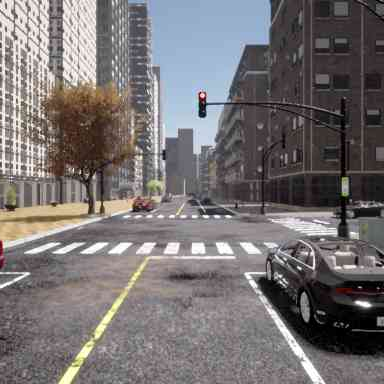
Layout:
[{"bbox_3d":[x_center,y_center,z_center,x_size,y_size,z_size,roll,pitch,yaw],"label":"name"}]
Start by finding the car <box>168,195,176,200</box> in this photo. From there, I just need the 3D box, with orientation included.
[{"bbox_3d":[-5.732,1.654,94.385,2.008,1.369,4.403,0,0,0],"label":"car"}]

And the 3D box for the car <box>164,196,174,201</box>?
[{"bbox_3d":[-5.727,1.632,83.340,2.008,1.369,4.403,0,0,0],"label":"car"}]

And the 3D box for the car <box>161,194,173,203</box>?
[{"bbox_3d":[-5.722,1.627,72.294,1.947,1.339,4.313,0,0,0],"label":"car"}]

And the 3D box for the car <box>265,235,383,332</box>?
[{"bbox_3d":[2.687,1.551,6.772,2.008,1.369,4.403,0,0,0],"label":"car"}]

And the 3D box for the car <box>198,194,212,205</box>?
[{"bbox_3d":[2.664,1.610,61.251,1.947,1.339,4.313,0,0,0],"label":"car"}]

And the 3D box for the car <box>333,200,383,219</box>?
[{"bbox_3d":[13.415,1.350,26.183,4.403,1.369,2.008,-1,1,-1],"label":"car"}]

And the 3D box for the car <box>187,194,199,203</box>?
[{"bbox_3d":[-0.030,1.656,68.927,1.895,1.301,4.718,0,0,0],"label":"car"}]

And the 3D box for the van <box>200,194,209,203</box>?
[{"bbox_3d":[2.658,1.402,72.298,1.690,1.788,3.998,0,0,0],"label":"van"}]

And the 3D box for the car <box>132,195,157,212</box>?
[{"bbox_3d":[-5.708,1.336,39.157,2.192,1.841,5.009,0,0,0],"label":"car"}]

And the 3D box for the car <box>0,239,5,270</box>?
[{"bbox_3d":[-5.694,1.545,6.769,1.887,1.381,4.507,0,0,0],"label":"car"}]

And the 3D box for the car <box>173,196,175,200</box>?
[{"bbox_3d":[-5.725,1.385,77.817,2.192,1.841,5.009,0,0,0],"label":"car"}]

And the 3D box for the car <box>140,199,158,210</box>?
[{"bbox_3d":[-5.710,1.592,44.680,1.947,1.339,4.313,0,0,0],"label":"car"}]
